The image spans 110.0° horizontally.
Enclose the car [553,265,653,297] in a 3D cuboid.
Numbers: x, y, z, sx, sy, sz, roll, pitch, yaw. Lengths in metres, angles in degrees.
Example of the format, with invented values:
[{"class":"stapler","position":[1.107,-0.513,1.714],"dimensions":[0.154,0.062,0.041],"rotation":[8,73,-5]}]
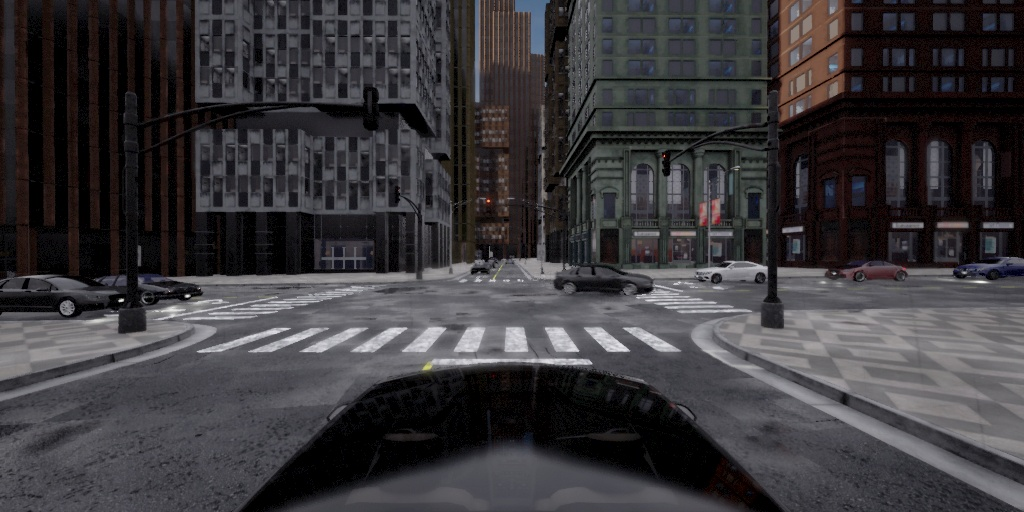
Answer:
[{"class":"car","position":[4.507,1.197,18.140],"dimensions":[4.892,1.490,1.837],"rotation":[-1,3,25]}]

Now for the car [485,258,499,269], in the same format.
[{"class":"car","position":[-3.395,1.209,53.743],"dimensions":[1.837,1.490,4.892],"rotation":[0,0,0]}]

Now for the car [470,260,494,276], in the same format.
[{"class":"car","position":[-3.257,1.330,37.471],"dimensions":[1.895,1.301,4.718],"rotation":[0,0,-1]}]

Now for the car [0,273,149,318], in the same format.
[{"class":"car","position":[-17.423,1.492,13.740],"dimensions":[4.892,1.490,1.837],"rotation":[-1,0,0]}]

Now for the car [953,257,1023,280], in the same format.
[{"class":"car","position":[32.375,0.811,23.836],"dimensions":[4.674,1.442,1.812],"rotation":[-1,0,-1]}]

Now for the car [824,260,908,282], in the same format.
[{"class":"car","position":[23.416,0.962,23.812],"dimensions":[4.181,1.385,1.994],"rotation":[-1,0,0]}]

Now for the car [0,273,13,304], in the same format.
[{"class":"car","position":[-27.353,1.610,16.963],"dimensions":[4.892,1.490,1.837],"rotation":[-1,0,0]}]

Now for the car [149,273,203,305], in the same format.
[{"class":"car","position":[-17.867,1.524,17.046],"dimensions":[5.357,1.411,2.033],"rotation":[-1,0,5]}]

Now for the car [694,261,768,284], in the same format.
[{"class":"car","position":[14.594,1.037,23.787],"dimensions":[4.674,1.442,1.812],"rotation":[-1,0,-1]}]
